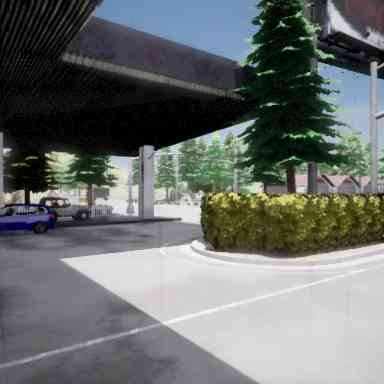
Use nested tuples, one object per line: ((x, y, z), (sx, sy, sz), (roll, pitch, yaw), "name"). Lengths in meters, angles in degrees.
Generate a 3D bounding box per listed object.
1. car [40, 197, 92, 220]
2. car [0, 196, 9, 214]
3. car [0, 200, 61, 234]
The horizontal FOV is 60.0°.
((-9.731, 1.308, 25.075), (3.866, 1.878, 1.905), (0, 0, -36), "car")
((-21.683, 1.362, 34.420), (4.553, 1.767, 2.097), (0, 0, -35), "car")
((-9.932, 1.476, 17.945), (4.611, 1.667, 2.242), (0, 0, -36), "car")
